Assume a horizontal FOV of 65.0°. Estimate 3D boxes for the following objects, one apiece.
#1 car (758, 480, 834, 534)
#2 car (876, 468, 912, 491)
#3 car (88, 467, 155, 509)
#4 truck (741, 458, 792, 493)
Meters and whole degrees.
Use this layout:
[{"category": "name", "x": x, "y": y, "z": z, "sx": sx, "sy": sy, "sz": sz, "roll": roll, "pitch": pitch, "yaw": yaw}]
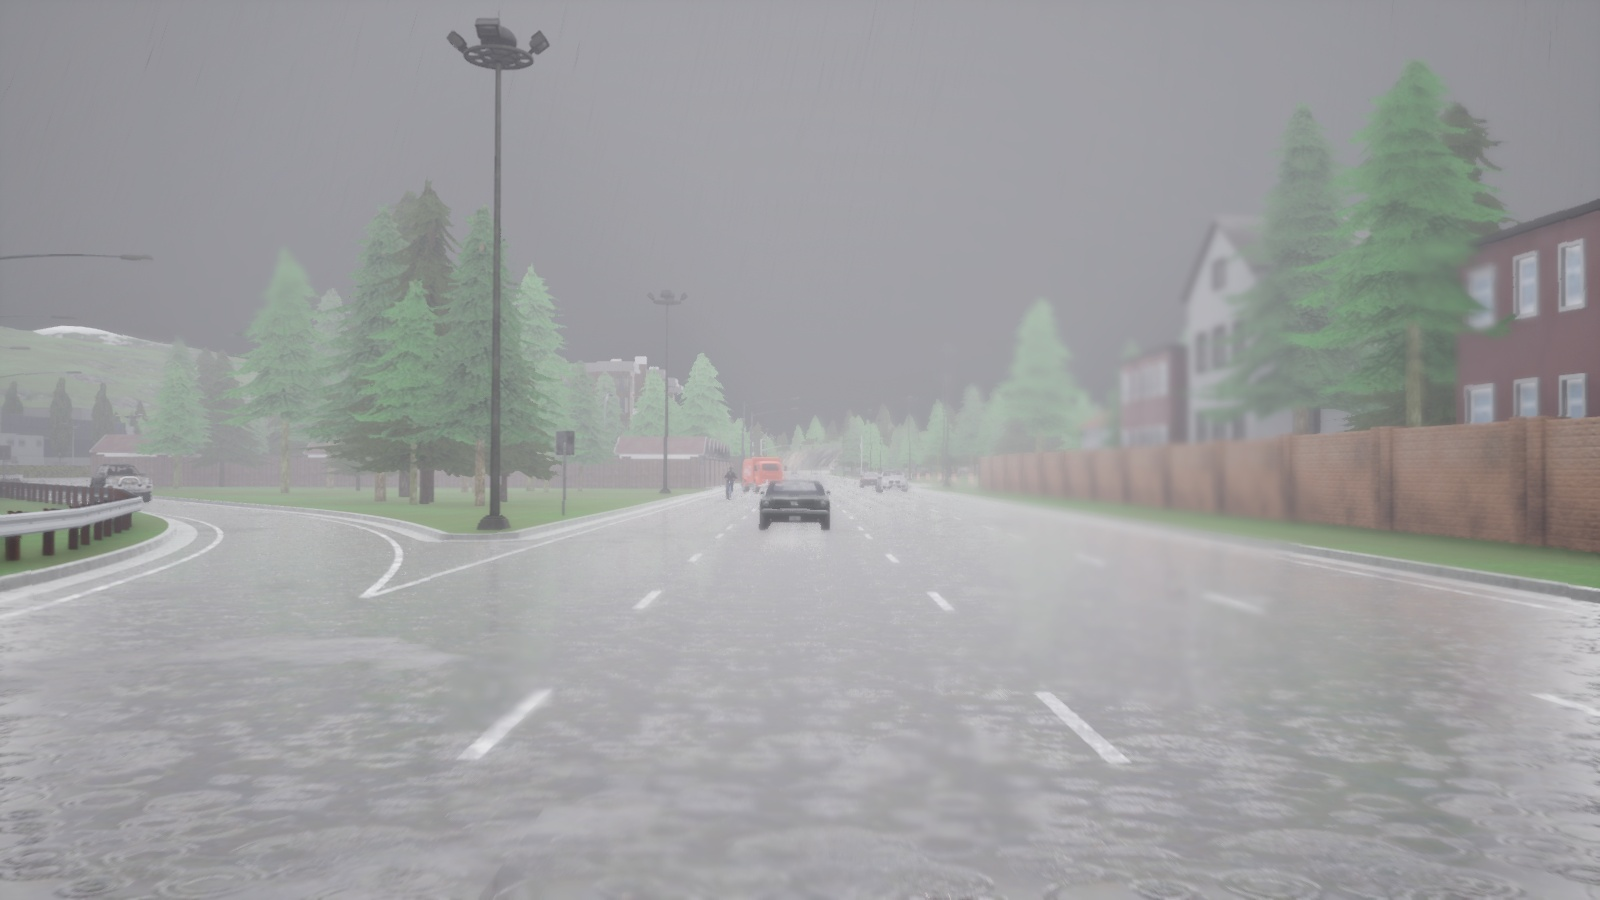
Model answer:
[{"category": "car", "x": -0.086, "y": 1.483, "z": 33.821, "sx": 1.895, "sy": 1.301, "sz": 4.718, "roll": 0, "pitch": -1, "yaw": 0}, {"category": "car", "x": 6.887, "y": 2.183, "z": 92.408, "sx": 2.242, "sy": 1.667, "sz": 4.611, "roll": 0, "pitch": -1, "yaw": 0}, {"category": "car", "x": -31.058, "y": 1.719, "z": 57.449, "sx": 1.932, "sy": 1.855, "sz": 4.605, "roll": 1, "pitch": -1, "yaw": -38}, {"category": "truck", "x": -2.487, "y": 1.878, "z": 91.519, "sx": 2.627, "sy": 2.467, "sz": 5.204, "roll": 0, "pitch": -1, "yaw": -14}]
